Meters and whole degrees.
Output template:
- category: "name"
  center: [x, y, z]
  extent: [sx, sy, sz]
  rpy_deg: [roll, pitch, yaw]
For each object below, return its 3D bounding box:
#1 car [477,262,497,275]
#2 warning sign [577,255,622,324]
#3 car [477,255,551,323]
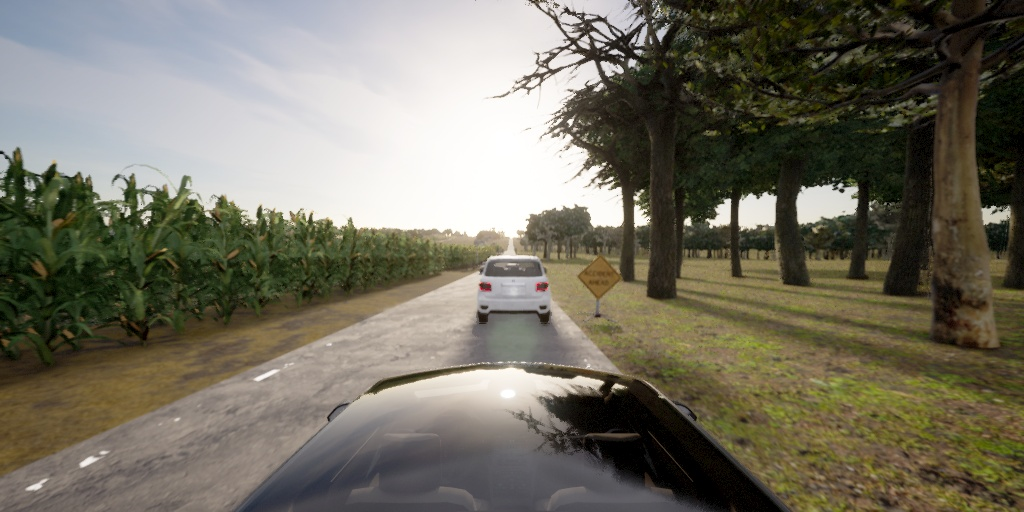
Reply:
- category: "car"
  center: [-2.862, 1.416, 42.705]
  extent: [2.033, 1.411, 5.357]
  rpy_deg: [0, 0, 0]
- category: "warning sign"
  center: [2.447, 0.883, 10.331]
  extent: [1.300, 1.860, 1.060]
  rpy_deg: [0, 0, 0]
- category: "car"
  center: [0.063, 0.999, 12.379]
  extent: [2.150, 2.045, 5.566]
  rpy_deg: [0, 0, 0]
